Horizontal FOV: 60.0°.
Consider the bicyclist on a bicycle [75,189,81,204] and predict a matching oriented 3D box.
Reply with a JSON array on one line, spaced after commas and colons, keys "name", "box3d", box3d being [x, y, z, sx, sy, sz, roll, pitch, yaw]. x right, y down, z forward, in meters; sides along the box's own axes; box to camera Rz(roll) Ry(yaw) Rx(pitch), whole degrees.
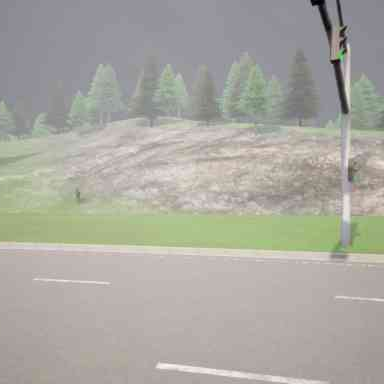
[{"name": "bicyclist on a bicycle", "box3d": [-12.268, 0.479, 35.881, 0.582, 1.620, 1.656, -3, 15, -8]}]
